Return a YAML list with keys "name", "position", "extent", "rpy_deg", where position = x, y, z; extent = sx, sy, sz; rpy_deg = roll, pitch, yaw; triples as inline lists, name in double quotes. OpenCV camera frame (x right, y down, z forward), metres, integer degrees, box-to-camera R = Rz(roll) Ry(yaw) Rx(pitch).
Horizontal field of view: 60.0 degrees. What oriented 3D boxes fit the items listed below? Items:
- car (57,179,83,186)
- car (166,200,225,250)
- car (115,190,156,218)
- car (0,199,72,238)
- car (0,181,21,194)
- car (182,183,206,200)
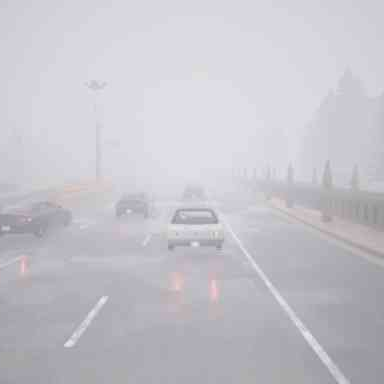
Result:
- name: "car"
  position: [-13.904, -0.693, 38.200]
  extent: [2.128, 1.511, 4.902]
  rpy_deg: [0, 4, 0]
- name: "car"
  position: [0.103, 1.234, 12.626]
  extent: [1.895, 1.301, 4.718]
  rpy_deg: [0, 3, 0]
- name: "car"
  position: [-3.389, 0.620, 20.383]
  extent: [1.837, 1.490, 4.892]
  rpy_deg: [0, 4, 0]
- name: "car"
  position: [-6.897, 1.044, 14.631]
  extent: [1.812, 1.442, 4.674]
  rpy_deg: [0, 3, 0]
- name: "car"
  position: [-20.929, -0.494, 36.525]
  extent: [1.895, 1.301, 4.718]
  rpy_deg: [0, 4, 1]
- name: "car"
  position: [0.151, -0.080, 29.704]
  extent: [1.837, 1.490, 4.892]
  rpy_deg: [0, 4, 0]
